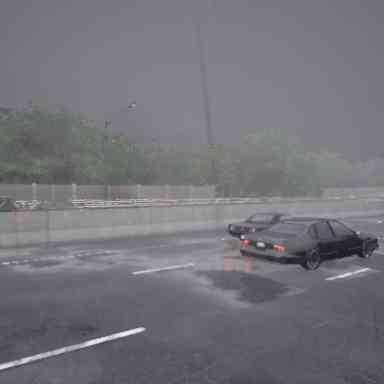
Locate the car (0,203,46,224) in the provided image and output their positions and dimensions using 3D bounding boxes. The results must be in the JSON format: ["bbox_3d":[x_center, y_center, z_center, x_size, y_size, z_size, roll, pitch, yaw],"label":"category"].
[{"bbox_3d":[-13.263,1.560,24.619,4.181,1.385,1.994,0,0,-35],"label":"car"}]

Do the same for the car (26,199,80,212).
[{"bbox_3d":[-10.008,1.347,22.638,4.553,1.767,2.097,0,0,-35],"label":"car"}]

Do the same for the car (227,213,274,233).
[{"bbox_3d":[3.965,1.593,15.175,4.718,1.301,1.895,0,0,-36],"label":"car"}]

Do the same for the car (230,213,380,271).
[{"bbox_3d":[4.000,1.541,10.901,5.357,1.411,2.033,0,0,-35],"label":"car"}]

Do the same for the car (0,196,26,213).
[{"bbox_3d":[-11.900,1.222,16.999,5.566,2.045,2.150,0,0,-35],"label":"car"}]
